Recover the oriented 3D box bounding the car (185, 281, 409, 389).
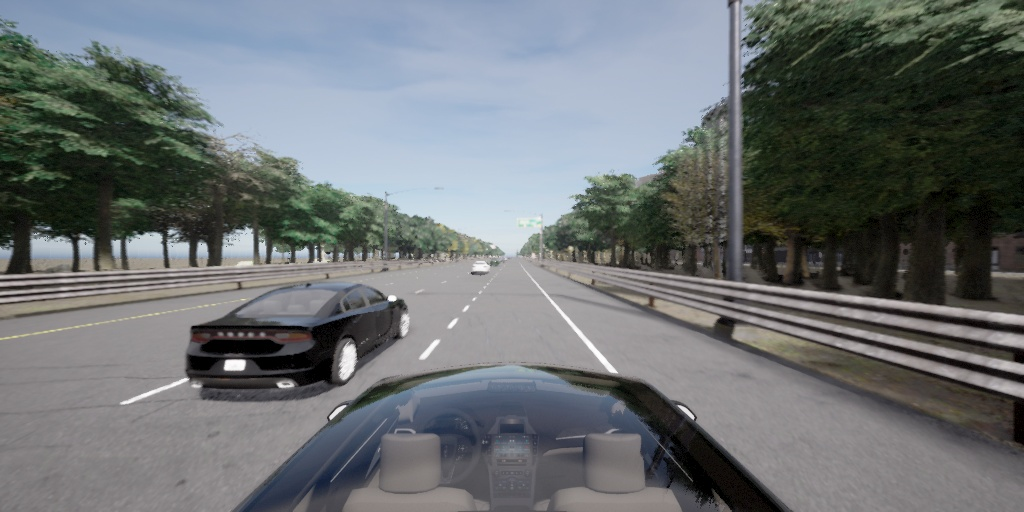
[{"bbox_3d":[-3.501,1.229,7.008,1.882,1.535,5.008,0,0,0],"label":"car"}]

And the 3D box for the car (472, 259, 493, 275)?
[{"bbox_3d":[-3.438,1.290,40.159,1.812,1.442,4.674,0,0,0],"label":"car"}]
